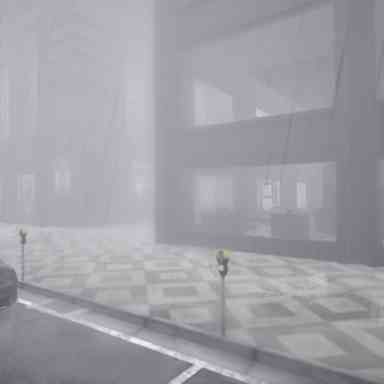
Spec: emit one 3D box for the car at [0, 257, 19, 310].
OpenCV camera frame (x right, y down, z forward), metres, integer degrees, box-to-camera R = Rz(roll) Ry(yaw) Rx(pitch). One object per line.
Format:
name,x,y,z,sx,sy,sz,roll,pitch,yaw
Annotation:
car,-5.179,1.627,6.657,4.403,1.369,2.008,-1,0,36
